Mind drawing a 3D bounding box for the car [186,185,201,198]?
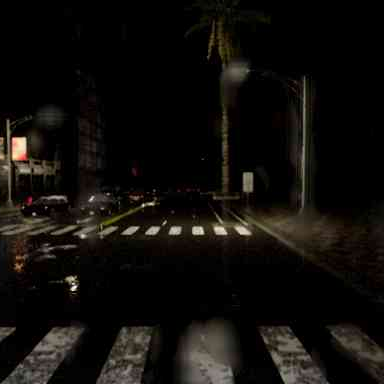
[{"bbox_3d":[0.228,-0.179,53.403,2.150,2.045,5.566,0,1,0],"label":"car"}]

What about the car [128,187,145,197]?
[{"bbox_3d":[-9.507,-0.011,57.761,2.128,1.511,4.902,0,1,0],"label":"car"}]

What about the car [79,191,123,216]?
[{"bbox_3d":[-6.496,0.902,24.171,2.033,1.411,5.357,0,2,0],"label":"car"}]

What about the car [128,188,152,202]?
[{"bbox_3d":[-6.412,0.455,40.442,1.812,1.442,4.674,0,1,0],"label":"car"}]

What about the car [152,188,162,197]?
[{"bbox_3d":[-6.258,0.011,57.655,1.837,1.490,4.892,0,1,0],"label":"car"}]

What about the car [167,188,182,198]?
[{"bbox_3d":[-3.021,0.154,53.812,1.994,1.385,4.181,0,1,0],"label":"car"}]

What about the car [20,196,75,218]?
[{"bbox_3d":[-9.751,0.994,22.773,1.895,1.301,4.718,0,2,0],"label":"car"}]

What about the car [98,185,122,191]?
[{"bbox_3d":[-9.669,0.181,39.404,2.150,2.045,5.566,0,1,0],"label":"car"}]

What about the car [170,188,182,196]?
[{"bbox_3d":[-2.978,-0.109,63.814,2.033,1.411,5.357,0,1,0],"label":"car"}]
